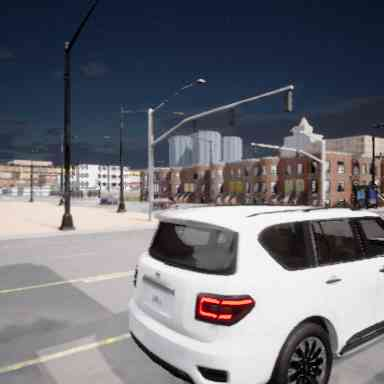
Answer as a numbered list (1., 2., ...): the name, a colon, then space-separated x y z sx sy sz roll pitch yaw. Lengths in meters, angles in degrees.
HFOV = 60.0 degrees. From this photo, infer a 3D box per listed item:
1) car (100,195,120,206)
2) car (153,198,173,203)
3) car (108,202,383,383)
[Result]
1. car: -13.401 1.309 54.655 2.097 1.767 4.553 0 0 -36
2. car: -3.518 1.483 41.048 1.812 1.442 4.674 0 0 -36
3. car: 1.812 1.213 5.102 5.566 2.045 2.150 0 0 -36
